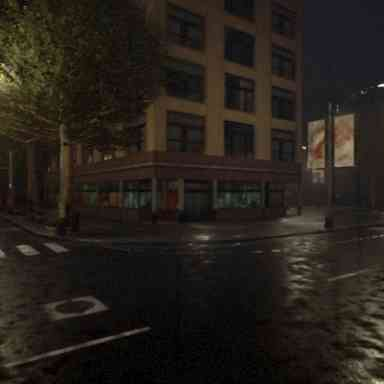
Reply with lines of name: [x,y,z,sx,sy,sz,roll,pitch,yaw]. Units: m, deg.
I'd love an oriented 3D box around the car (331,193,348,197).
car: [34.562,1.495,80.721,2.002,1.452,4.674,0,0,-36]

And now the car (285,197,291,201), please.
car: [24.089,1.579,88.209,2.161,1.482,4.786,0,0,-36]
